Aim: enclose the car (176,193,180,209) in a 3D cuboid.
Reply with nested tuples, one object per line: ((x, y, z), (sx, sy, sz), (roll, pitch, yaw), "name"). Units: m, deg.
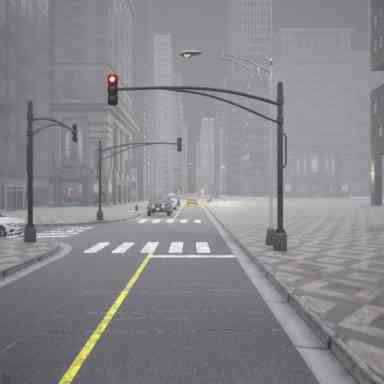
((-3.088, 1.224, 43.376), (2.150, 2.045, 5.566), (0, 0, 0), "car")

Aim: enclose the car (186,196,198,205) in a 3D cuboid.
((0.012, 1.489, 57.607), (1.882, 1.535, 5.008), (0, 0, 0), "car")

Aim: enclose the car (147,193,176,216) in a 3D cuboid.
((-3.088, 1.221, 32.928), (2.150, 2.045, 5.566), (0, 0, 0), "car")

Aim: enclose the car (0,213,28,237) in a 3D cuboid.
((-11.137, 1.670, 17.742), (4.674, 1.442, 1.812), (-1, 0, 4), "car")
